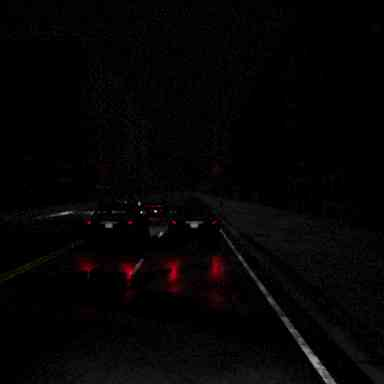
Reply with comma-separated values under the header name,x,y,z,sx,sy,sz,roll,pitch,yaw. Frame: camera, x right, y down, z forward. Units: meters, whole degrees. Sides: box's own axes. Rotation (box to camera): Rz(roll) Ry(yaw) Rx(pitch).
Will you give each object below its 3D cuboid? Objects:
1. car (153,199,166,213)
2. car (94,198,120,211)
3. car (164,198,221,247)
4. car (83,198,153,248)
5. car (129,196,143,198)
name,x,y,z,sx,sy,sz,roll,pitch,yaw
car,-3.153,1.414,31.257,1.837,1.490,4.892,0,0,0
car,-9.839,1.454,38.904,1.994,1.385,4.181,0,0,0
car,0.092,1.306,14.919,2.097,1.767,4.553,0,0,0
car,-3.159,1.306,14.772,2.097,1.767,4.553,0,0,0
car,-6.592,1.243,38.442,2.097,1.767,4.553,0,0,0
